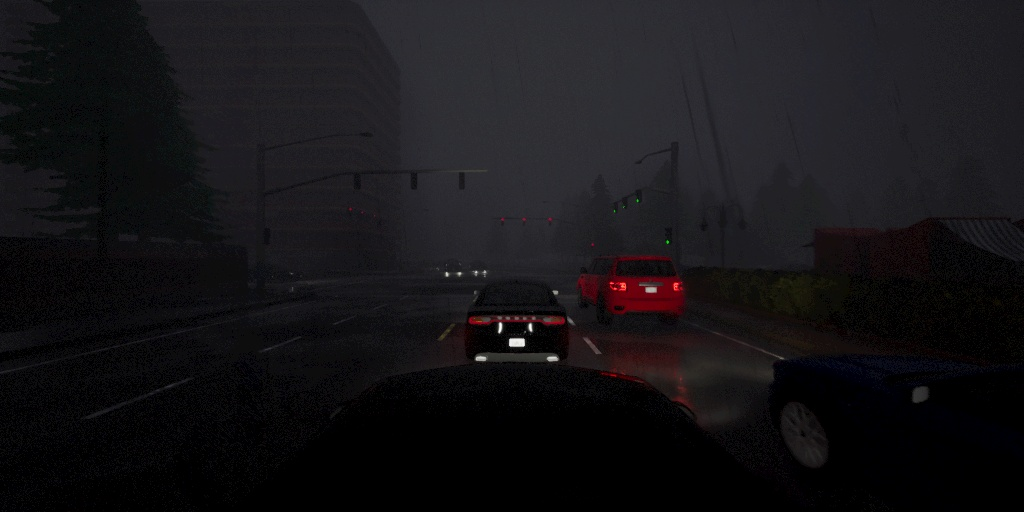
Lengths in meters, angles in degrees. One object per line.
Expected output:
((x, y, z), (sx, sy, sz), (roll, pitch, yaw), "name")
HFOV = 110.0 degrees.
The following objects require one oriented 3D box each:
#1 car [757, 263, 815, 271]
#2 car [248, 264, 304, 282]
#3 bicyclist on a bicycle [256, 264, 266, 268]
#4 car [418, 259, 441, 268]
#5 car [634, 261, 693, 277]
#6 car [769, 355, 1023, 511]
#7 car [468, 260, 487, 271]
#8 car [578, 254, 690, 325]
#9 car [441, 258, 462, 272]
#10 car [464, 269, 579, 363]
((24.380, 1.353, 31.775), (5.357, 1.411, 2.033), (0, 0, 1), "car")
((-19.182, 1.331, 28.652), (4.674, 1.442, 1.812), (0, 0, 0), "car")
((-28.508, 1.106, 40.729), (0.582, 1.620, 1.656), (0, 0, 1), "bicyclist on a bicycle")
((-14.582, 1.297, 62.498), (2.033, 1.411, 5.357), (0, 0, -38), "car")
((14.898, 1.283, 35.415), (5.008, 1.535, 1.882), (0, 0, 1), "car")
((3.597, 1.228, 1.693), (1.882, 1.535, 5.008), (0, 0, 0), "car")
((-4.872, 1.314, 50.482), (1.994, 1.385, 4.181), (0, 0, -18), "car")
((3.642, 0.971, 12.000), (2.150, 2.045, 5.566), (0, 0, 1), "car")
((-7.783, 1.104, 46.898), (2.097, 1.767, 4.553), (0, 0, -13), "car")
((0.098, 1.228, 8.186), (1.882, 1.535, 5.008), (0, 0, 0), "car")
